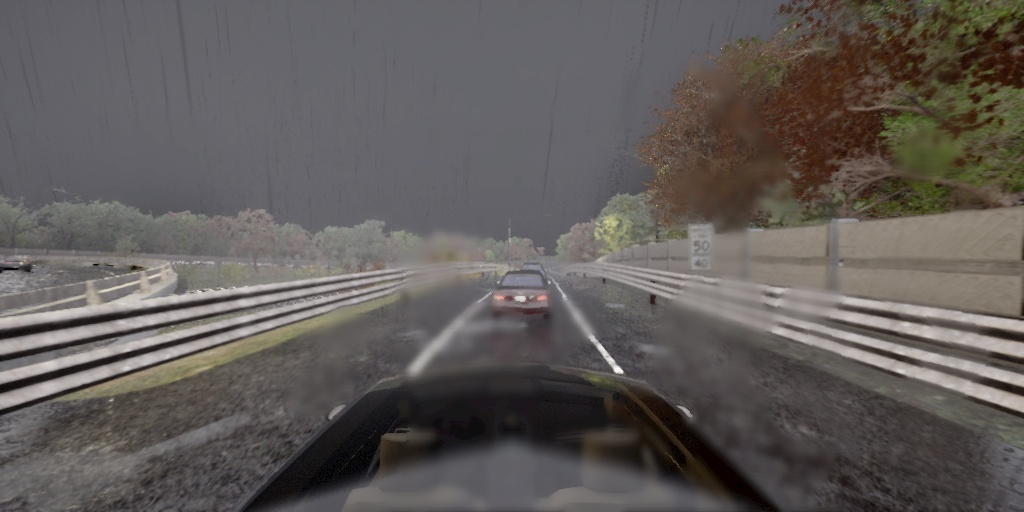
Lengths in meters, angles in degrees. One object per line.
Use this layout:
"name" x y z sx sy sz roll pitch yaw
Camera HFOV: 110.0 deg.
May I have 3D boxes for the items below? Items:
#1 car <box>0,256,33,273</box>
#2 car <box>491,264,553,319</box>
"car" -46.539 0.784 33.528 4.902 1.511 2.128 1 1 33
"car" 0.400 1.188 12.248 2.033 1.411 5.357 0 0 3
